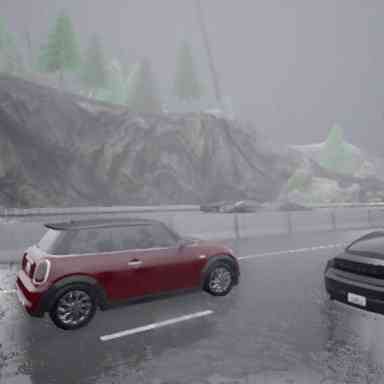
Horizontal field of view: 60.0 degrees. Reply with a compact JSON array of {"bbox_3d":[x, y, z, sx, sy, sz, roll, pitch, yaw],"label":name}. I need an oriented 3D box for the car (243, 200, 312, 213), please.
[{"bbox_3d":[6.464,1.439,24.079,5.008,1.535,1.882,0,0,-28],"label":"car"}]

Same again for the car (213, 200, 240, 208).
[{"bbox_3d":[4.715,1.468,31.065,4.674,1.442,1.812,0,0,-27],"label":"car"}]

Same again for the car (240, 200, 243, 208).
[{"bbox_3d":[7.100,1.501,28.404,5.357,1.411,2.033,0,0,-27],"label":"car"}]

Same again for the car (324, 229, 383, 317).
[{"bbox_3d":[4.736,1.500,6.716,4.892,1.490,1.837,0,0,-32],"label":"car"}]

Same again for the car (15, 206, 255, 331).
[{"bbox_3d":[-1.123,1.333,7.071,4.553,1.767,2.097,0,0,-34],"label":"car"}]

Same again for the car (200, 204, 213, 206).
[{"bbox_3d":[3.119,1.533,34.207,4.718,1.301,1.895,0,0,-27],"label":"car"}]
